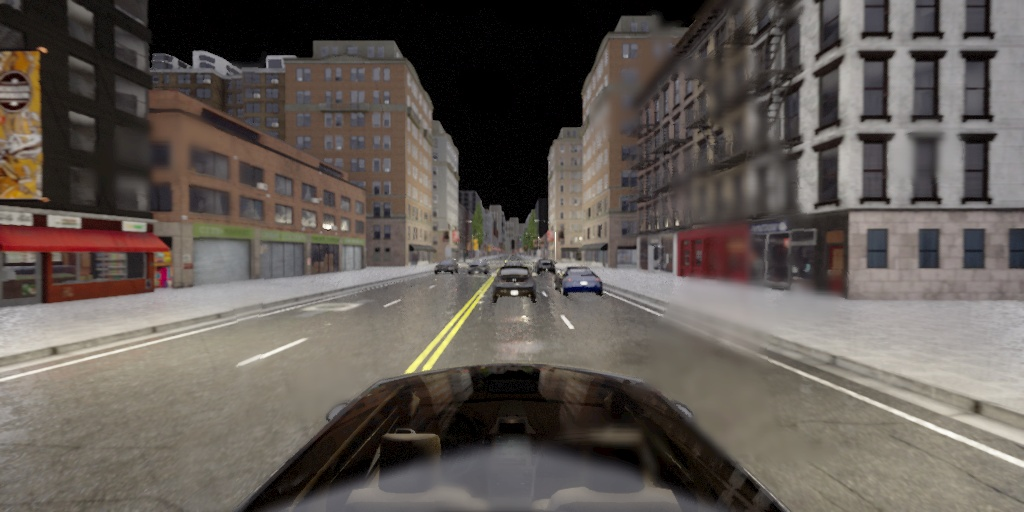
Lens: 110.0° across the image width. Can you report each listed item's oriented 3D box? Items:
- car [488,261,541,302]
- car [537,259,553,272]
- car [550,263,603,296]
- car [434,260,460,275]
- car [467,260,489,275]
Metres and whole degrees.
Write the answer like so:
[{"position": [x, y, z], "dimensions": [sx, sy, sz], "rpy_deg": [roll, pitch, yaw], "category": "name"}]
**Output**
[{"position": [0.097, 1.170, 16.427], "dimensions": [1.837, 1.490, 4.892], "rpy_deg": [0, 0, 0], "category": "car"}, {"position": [3.343, 1.055, 36.813], "dimensions": [1.837, 1.490, 4.892], "rpy_deg": [0, 0, 0], "category": "car"}, {"position": [3.348, 1.217, 18.681], "dimensions": [1.994, 1.385, 4.181], "rpy_deg": [0, 0, 0], "category": "car"}, {"position": [-6.507, 1.099, 36.368], "dimensions": [2.033, 1.411, 5.357], "rpy_deg": [0, 0, 0], "category": "car"}, {"position": [-3.262, 1.103, 35.764], "dimensions": [2.033, 1.411, 5.357], "rpy_deg": [0, 0, 0], "category": "car"}]
